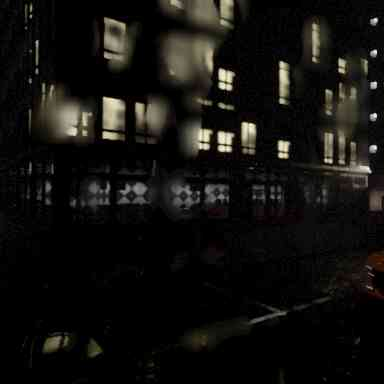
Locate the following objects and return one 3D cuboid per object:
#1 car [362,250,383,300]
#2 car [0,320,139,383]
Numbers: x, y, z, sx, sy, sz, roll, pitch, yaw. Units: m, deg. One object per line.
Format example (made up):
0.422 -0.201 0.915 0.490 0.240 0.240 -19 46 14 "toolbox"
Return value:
5.843 1.560 7.561 5.008 1.535 1.882 1 0 -35 "car"
-2.770 1.534 1.403 5.357 1.411 2.033 1 0 -35 "car"
